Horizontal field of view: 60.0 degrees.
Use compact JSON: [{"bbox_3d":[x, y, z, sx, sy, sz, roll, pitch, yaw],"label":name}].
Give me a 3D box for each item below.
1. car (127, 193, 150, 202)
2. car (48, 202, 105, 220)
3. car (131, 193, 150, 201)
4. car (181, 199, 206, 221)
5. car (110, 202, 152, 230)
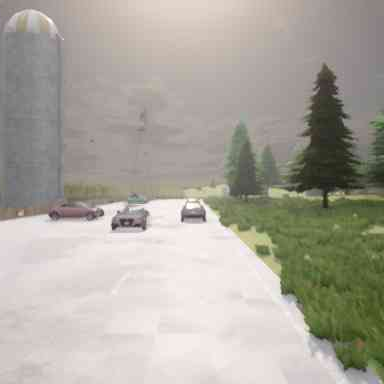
[{"bbox_3d":[-9.515,1.315,59.286,3.988,1.617,1.851,0,0,-1],"label":"car"},{"bbox_3d":[-9.046,1.476,26.277,4.181,1.381,1.994,0,0,-1],"label":"car"},{"bbox_3d":[-11.863,1.142,76.132,3.866,1.878,1.905,0,0,-31],"label":"car"},{"bbox_3d":[0.109,1.487,26.811,1.994,1.385,4.181,0,0,0],"label":"car"},{"bbox_3d":[-3.585,1.506,20.256,1.994,1.385,4.181,0,0,0],"label":"car"}]
